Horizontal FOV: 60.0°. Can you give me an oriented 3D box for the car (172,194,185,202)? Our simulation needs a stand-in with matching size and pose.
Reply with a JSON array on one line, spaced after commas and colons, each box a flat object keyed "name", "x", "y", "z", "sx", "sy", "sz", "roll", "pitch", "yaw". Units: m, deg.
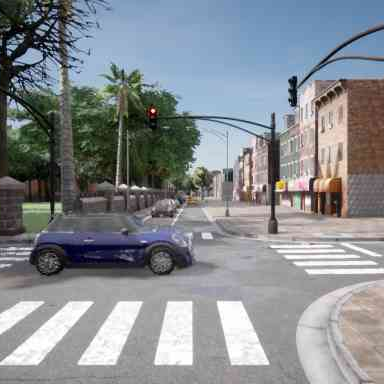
[{"name": "car", "x": -2.946, "y": 1.402, "z": 64.289, "sx": 2.150, "sy": 2.045, "sz": 5.566, "roll": 0, "pitch": 0, "yaw": 0}]

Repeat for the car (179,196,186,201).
[{"name": "car", "x": -2.592, "y": 1.914, "z": 93.227, "sx": 1.947, "sy": 1.339, "sz": 4.313, "roll": -1, "pitch": 0, "yaw": 0}]

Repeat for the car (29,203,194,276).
[{"name": "car", "x": -2.223, "y": 1.365, "z": 9.908, "sx": 4.553, "sy": 1.767, "sz": 2.097, "roll": -1, "pitch": 0, "yaw": 0}]

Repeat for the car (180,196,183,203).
[{"name": "car", "x": -2.616, "y": 1.679, "z": 47.718, "sx": 1.802, "sy": 1.307, "sz": 4.206, "roll": 0, "pitch": 0, "yaw": 0}]

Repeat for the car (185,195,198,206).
[{"name": "car", "x": 0.133, "y": 1.627, "z": 59.537, "sx": 1.882, "sy": 1.535, "sz": 5.008, "roll": 0, "pitch": 0, "yaw": 0}]

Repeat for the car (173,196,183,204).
[{"name": "car", "x": -2.981, "y": 1.715, "z": 71.258, "sx": 1.837, "sy": 1.490, "sz": 4.892, "roll": 0, "pitch": 0, "yaw": 0}]

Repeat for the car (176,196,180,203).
[{"name": "car", "x": -2.621, "y": 1.498, "z": 36.340, "sx": 1.967, "sy": 1.590, "sz": 4.097, "roll": 0, "pitch": 0, "yaw": 0}]

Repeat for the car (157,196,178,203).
[{"name": "car", "x": -2.625, "y": 1.481, "z": 30.652, "sx": 1.967, "sy": 1.590, "sz": 4.097, "roll": 0, "pitch": 0, "yaw": 0}]

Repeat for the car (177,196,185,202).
[{"name": "car", "x": -2.599, "y": 1.818, "z": 81.849, "sx": 1.887, "sy": 1.381, "sz": 4.507, "roll": 0, "pitch": 0, "yaw": 0}]

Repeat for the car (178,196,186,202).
[{"name": "car", "x": -2.596, "y": 1.861, "z": 87.538, "sx": 2.008, "sy": 1.369, "sz": 4.403, "roll": -1, "pitch": 0, "yaw": 0}]

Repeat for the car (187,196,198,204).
[{"name": "car", "x": 0.132, "y": 1.690, "z": 68.891, "sx": 2.128, "sy": 1.511, "sz": 4.902, "roll": 0, "pitch": 0, "yaw": 0}]
